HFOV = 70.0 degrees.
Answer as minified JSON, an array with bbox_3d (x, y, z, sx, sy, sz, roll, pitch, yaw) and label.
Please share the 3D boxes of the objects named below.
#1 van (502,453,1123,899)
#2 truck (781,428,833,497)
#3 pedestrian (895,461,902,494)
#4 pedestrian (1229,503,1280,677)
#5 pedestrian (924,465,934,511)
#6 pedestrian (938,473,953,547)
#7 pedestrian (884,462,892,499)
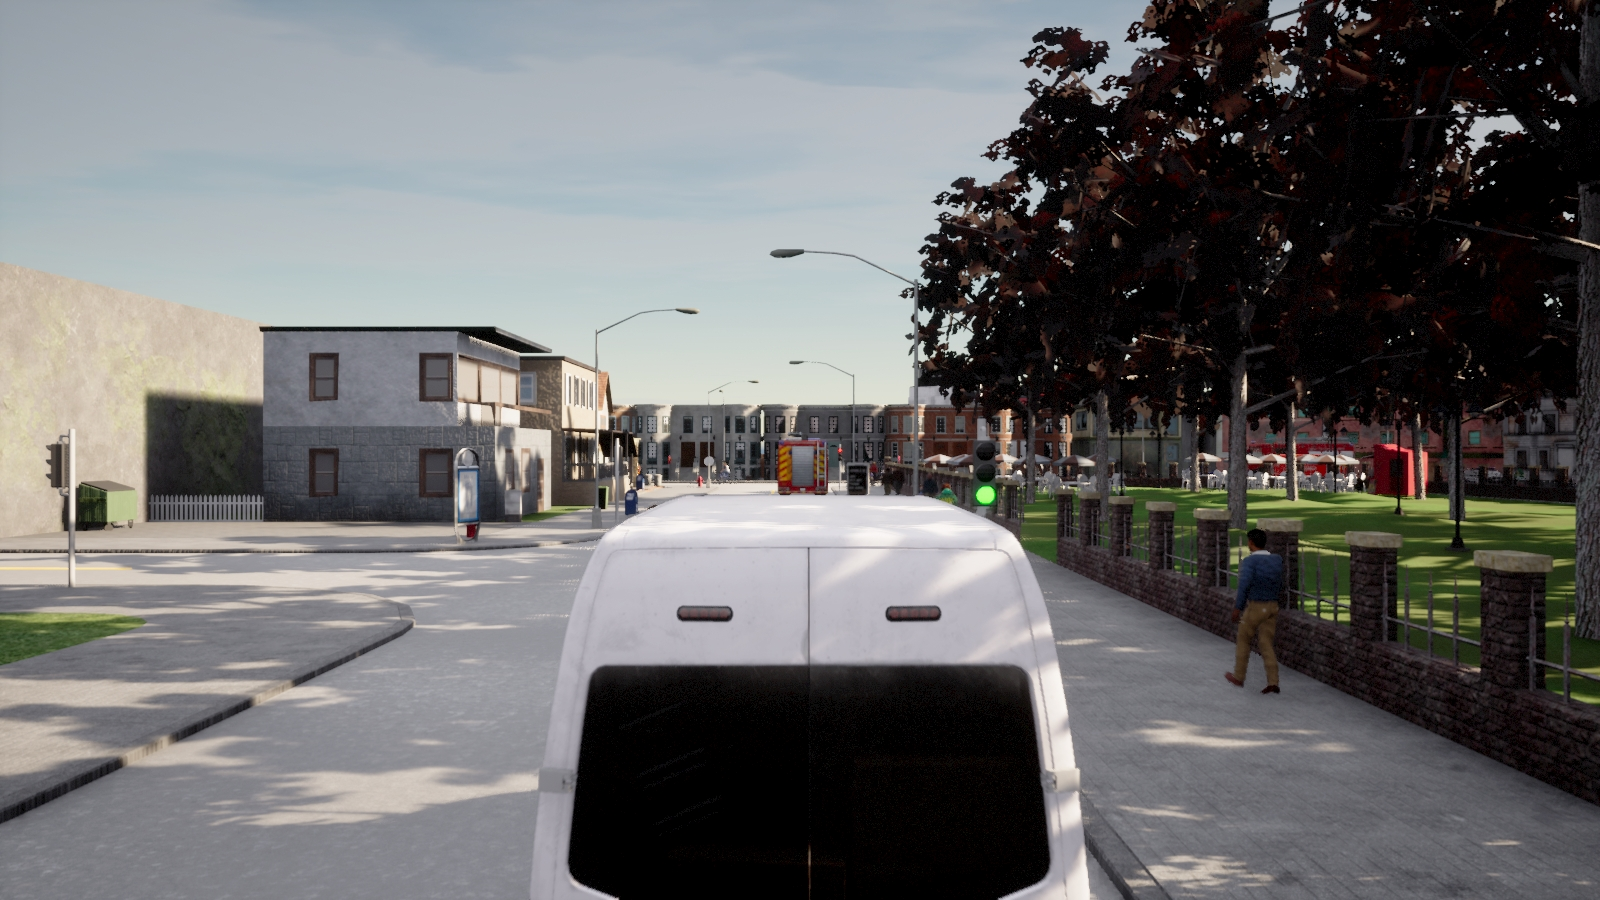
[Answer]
[{"bbox_3d":[0.038,1.317,6.621,1.988,2.561,5.915,0,0,0],"label":"van"},{"bbox_3d":[0.415,0.685,68.033,2.891,3.827,8.468,0,0,0],"label":"truck"},{"bbox_3d":[5.511,1.538,64.105,0.375,1.860,0.375,0,0,0],"label":"pedestrian"},{"bbox_3d":[5.017,1.529,12.618,0.375,1.860,0.375,0,0,-14],"label":"pedestrian"},{"bbox_3d":[5.228,1.535,46.207,0.375,1.860,0.375,0,0,4],"label":"pedestrian"},{"bbox_3d":[3.724,1.532,29.255,0.375,1.860,0.375,0,0,3],"label":"pedestrian"},{"bbox_3d":[4.420,1.537,57.528,0.375,1.860,0.375,0,0,1],"label":"pedestrian"}]
